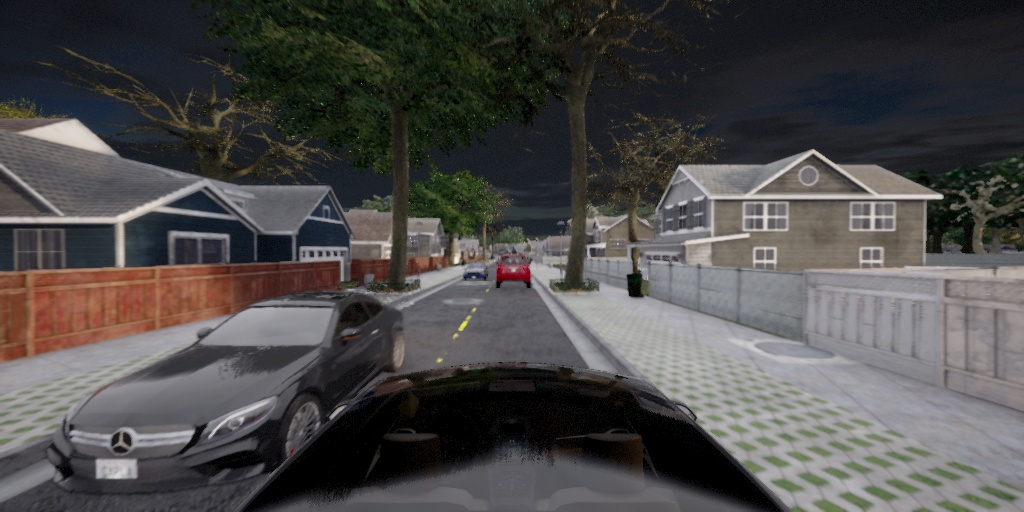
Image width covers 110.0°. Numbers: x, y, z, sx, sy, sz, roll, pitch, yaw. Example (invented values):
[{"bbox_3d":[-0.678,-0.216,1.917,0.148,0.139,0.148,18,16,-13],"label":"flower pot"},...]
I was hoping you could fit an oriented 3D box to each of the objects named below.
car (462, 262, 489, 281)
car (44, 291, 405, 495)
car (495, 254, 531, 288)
[{"bbox_3d":[-2.852,1.200,29.478,2.033,1.411,5.357,0,0,0],"label":"car"},{"bbox_3d":[-2.842,1.265,4.905,1.812,1.442,4.674,0,0,0],"label":"car"},{"bbox_3d":[0.087,0.899,23.389,2.150,2.045,5.566,0,0,0],"label":"car"}]
